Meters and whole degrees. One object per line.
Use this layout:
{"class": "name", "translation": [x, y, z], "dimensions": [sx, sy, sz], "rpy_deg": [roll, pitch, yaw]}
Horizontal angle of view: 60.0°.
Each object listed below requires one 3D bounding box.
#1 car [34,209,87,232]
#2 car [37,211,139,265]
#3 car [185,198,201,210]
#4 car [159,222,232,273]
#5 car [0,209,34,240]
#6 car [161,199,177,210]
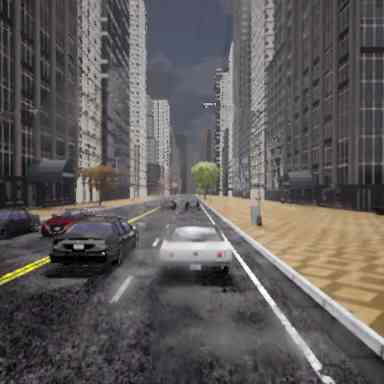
{"class": "car", "translation": [-6.600, 1.610, 18.294], "dimensions": [1.994, 1.385, 4.181], "rpy_deg": [0, 0, 0]}
{"class": "car", "translation": [-3.151, 1.577, 11.755], "dimensions": [2.033, 1.411, 5.357], "rpy_deg": [0, 0, 0]}
{"class": "car", "translation": [0.094, 1.606, 44.965], "dimensions": [2.128, 1.511, 4.902], "rpy_deg": [0, 0, 0]}
{"class": "car", "translation": [0.095, 1.628, 10.696], "dimensions": [1.895, 1.301, 4.718], "rpy_deg": [0, 0, 0]}
{"class": "car", "translation": [-9.851, 1.591, 17.493], "dimensions": [2.033, 1.411, 5.357], "rpy_deg": [0, 0, 0]}
{"class": "car", "translation": [-3.156, 1.681, 46.050], "dimensions": [1.994, 1.385, 4.181], "rpy_deg": [0, 0, 0]}
